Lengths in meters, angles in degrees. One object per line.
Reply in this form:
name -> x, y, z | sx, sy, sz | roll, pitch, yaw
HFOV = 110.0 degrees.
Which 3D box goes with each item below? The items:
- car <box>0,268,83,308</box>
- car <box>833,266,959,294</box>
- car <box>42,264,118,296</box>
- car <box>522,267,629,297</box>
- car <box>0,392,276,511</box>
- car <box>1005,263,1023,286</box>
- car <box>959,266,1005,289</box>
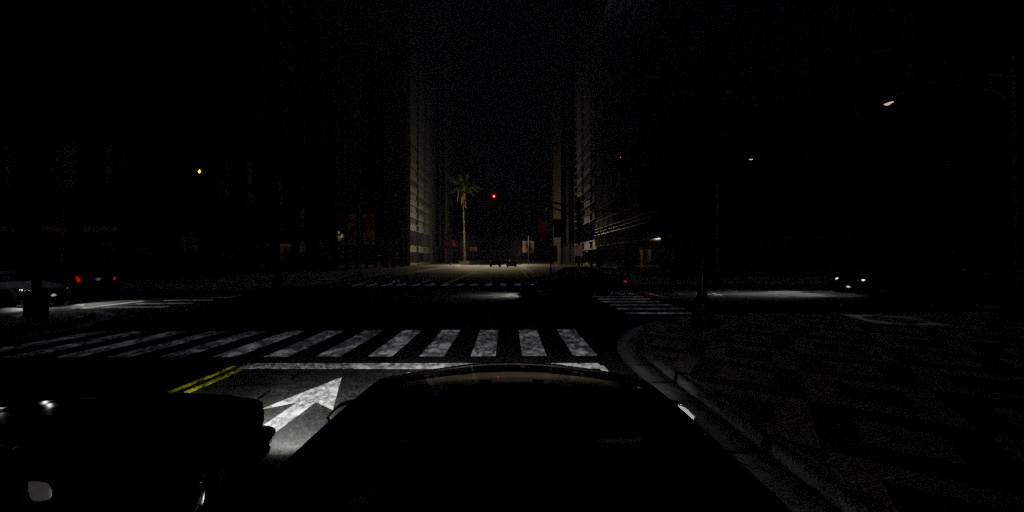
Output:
car -> -21.382, 1.354, 14.938 | 4.674, 1.442, 1.812 | 0, 0, 1
car -> 19.874, 1.292, 18.863 | 4.718, 1.301, 1.895 | 0, 0, -1
car -> -23.071, 1.213, 18.163 | 4.553, 1.767, 2.097 | 0, 0, 0
car -> 3.204, 1.298, 18.556 | 5.357, 1.411, 2.033 | 0, 0, -1
car -> -3.175, 1.297, 0.720 | 2.033, 1.411, 5.357 | 0, 0, 4
car -> 32.059, 1.117, 21.832 | 4.097, 1.591, 1.967 | 0, 0, -1
car -> 26.421, 1.275, 21.732 | 4.207, 1.307, 1.802 | 0, 0, -1
